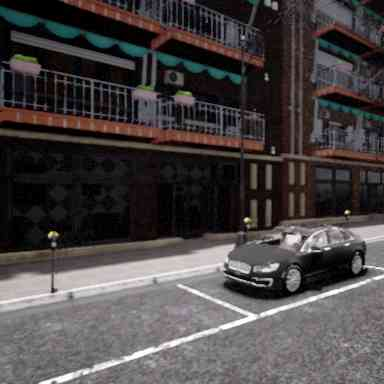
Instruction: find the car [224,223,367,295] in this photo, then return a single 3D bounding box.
[{"bbox_3d":[2.784,1.510,8.535,4.403,1.369,2.008,0,1,-36],"label":"car"}]
